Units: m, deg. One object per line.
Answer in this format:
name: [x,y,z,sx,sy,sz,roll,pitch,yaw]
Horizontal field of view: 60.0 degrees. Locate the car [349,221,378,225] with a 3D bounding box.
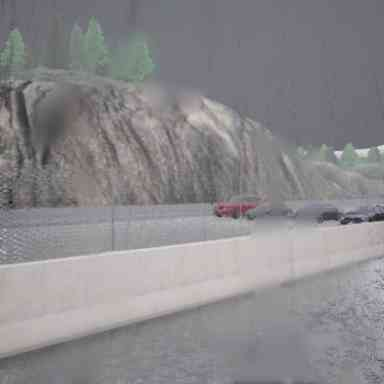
car: [12.306,1.635,23.202,5.357,1.411,2.033,0,0,-42]
